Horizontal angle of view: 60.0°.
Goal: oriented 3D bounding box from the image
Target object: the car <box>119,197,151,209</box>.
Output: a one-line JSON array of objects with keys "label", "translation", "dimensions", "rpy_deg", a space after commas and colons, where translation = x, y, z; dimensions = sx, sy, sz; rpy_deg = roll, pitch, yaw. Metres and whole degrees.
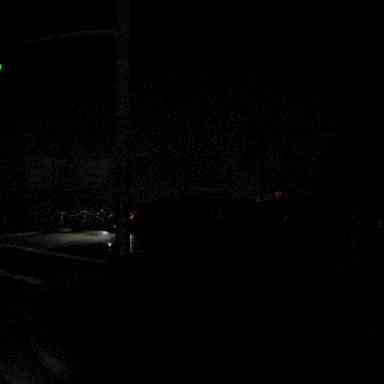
[{"label": "car", "translation": [-7.488, 1.384, 43.809], "dimensions": [1.970, 1.475, 3.806], "rpy_deg": [0, 0, 35]}]

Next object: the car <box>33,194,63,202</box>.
[{"label": "car", "translation": [-28.916, 1.154, 67.722], "dimensions": [2.152, 1.636, 5.027], "rpy_deg": [0, 0, 35]}]

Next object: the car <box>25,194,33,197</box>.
[{"label": "car", "translation": [-34.342, 1.232, 71.164], "dimensions": [1.970, 1.475, 3.806], "rpy_deg": [0, 0, 35]}]

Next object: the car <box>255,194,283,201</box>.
[{"label": "car", "translation": [8.436, 1.221, 37.032], "dimensions": [2.150, 2.045, 5.566], "rpy_deg": [0, 0, 35]}]

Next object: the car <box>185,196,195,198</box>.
[{"label": "car", "translation": [-0.769, 1.374, 48.146], "dimensions": [1.845, 1.501, 3.633], "rpy_deg": [0, 0, 35]}]

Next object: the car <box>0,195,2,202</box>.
[{"label": "car", "translation": [-41.403, 1.298, 67.525], "dimensions": [2.007, 1.523, 4.514], "rpy_deg": [0, 0, 35]}]

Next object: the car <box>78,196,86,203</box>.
[{"label": "car", "translation": [-18.471, 1.077, 60.333], "dimensions": [1.905, 1.878, 3.866], "rpy_deg": [0, 0, 35]}]

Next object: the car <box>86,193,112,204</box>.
[{"label": "car", "translation": [-15.861, 1.097, 58.991], "dimensions": [1.932, 1.855, 4.605], "rpy_deg": [0, 0, 35]}]

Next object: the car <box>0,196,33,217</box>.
[{"label": "car", "translation": [-15.798, 1.340, 26.888], "dimensions": [2.007, 1.523, 4.514], "rpy_deg": [0, 0, 35]}]

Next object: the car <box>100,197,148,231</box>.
[{"label": "car", "translation": [-3.034, 1.352, 20.545], "dimensions": [2.097, 1.767, 4.553], "rpy_deg": [0, 0, 35]}]
